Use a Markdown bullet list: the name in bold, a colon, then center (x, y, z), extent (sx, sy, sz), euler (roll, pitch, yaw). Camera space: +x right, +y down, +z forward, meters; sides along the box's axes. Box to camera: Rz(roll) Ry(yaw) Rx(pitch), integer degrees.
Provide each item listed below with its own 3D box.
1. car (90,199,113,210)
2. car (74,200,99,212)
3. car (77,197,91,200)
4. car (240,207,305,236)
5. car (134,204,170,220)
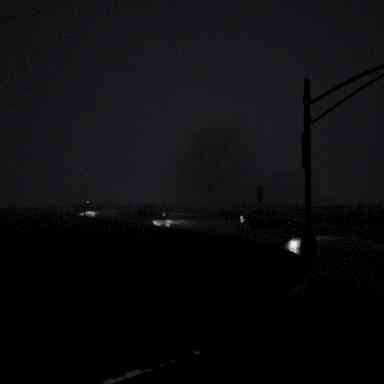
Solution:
- **car**: center (-14.355, 2.153, 53.826), extent (2.128, 1.511, 4.902), euler (-1, 0, -35)
- **car**: center (-16.160, 2.267, 50.108), extent (1.994, 1.385, 4.181), euler (-1, 0, -35)
- **car**: center (-20.414, 2.027, 62.264), extent (2.150, 2.045, 5.566), euler (-1, 0, -36)
- **car**: center (4.925, 1.709, 20.094), extent (1.837, 1.490, 4.892), euler (-1, 0, -31)
- **car**: center (-4.051, 1.906, 33.133), extent (2.128, 1.511, 4.902), euler (-1, 0, -36)
